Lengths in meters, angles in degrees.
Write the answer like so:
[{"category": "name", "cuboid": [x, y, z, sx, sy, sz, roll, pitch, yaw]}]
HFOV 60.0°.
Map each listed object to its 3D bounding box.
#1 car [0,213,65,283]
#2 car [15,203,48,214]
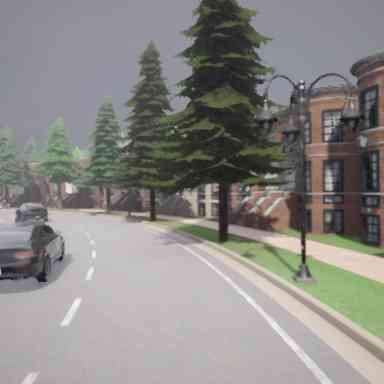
[{"category": "car", "cuboid": [-4.824, 1.571, 9.441, 1.812, 1.442, 4.674, -1, 0, -13]}, {"category": "car", "cuboid": [-13.012, 1.625, 26.956, 1.837, 1.490, 4.892, 0, 0, -36]}]
